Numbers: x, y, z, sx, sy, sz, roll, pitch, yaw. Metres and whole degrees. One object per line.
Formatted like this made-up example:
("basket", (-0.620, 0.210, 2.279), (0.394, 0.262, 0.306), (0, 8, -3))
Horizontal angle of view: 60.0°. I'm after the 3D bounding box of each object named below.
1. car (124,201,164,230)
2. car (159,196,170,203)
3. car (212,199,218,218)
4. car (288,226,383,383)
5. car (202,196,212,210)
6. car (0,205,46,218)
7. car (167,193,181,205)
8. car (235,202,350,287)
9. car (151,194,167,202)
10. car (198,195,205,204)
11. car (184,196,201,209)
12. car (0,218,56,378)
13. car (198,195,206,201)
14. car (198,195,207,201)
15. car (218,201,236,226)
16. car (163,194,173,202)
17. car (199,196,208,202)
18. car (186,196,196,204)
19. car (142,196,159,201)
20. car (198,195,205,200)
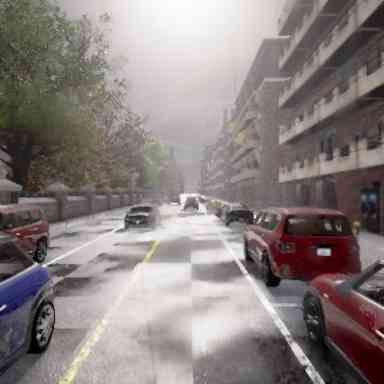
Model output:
("car", (-3.095, 1.510, 21.383), (1.837, 1.490, 4.892), (0, -1, 0))
("car", (-5.789, 1.571, 69.941), (1.947, 1.339, 4.313), (1, 0, 0))
("car", (3.100, 1.524, 30.446), (1.812, 1.442, 4.674), (0, 0, 0))
("car", (2.701, 1.438, 3.673), (1.967, 1.590, 4.097), (1, 0, 0))
("car", (2.636, 1.524, 42.507), (1.752, 1.417, 4.829), (1, 0, 0))
("car", (-5.685, 1.319, 9.183), (2.192, 1.841, 5.009), (1, 0, 0))
("car", (-3.125, 1.216, 58.802), (2.150, 2.045, 5.566), (0, 0, 0))
("car", (2.694, 1.313, 9.196), (2.192, 1.841, 5.009), (1, 0, 0))
("car", (-5.757, 1.320, 53.371), (2.192, 1.841, 5.009), (1, 0, 0))
("car", (2.599, 1.565, 64.431), (1.947, 1.339, 4.313), (1, 0, 0))
("car", (-0.032, 1.608, 44.989), (1.895, 1.301, 4.718), (0, 0, 1))
("car", (-3.103, 1.354, 3.109), (2.097, 1.767, 4.553), (0, 0, 0))
("car", (2.564, 1.544, 86.524), (1.887, 1.381, 4.507), (1, 0, 0))
("car", (2.575, 1.439, 81.002), (1.967, 1.590, 4.097), (1, 0, 0))
("car", (3.109, 1.502, 23.444), (1.837, 1.490, 4.892), (0, 0, 0))
("car", (-5.803, 1.320, 80.988), (2.192, 1.841, 5.009), (1, 0, 0))
("car", (2.582, 1.565, 75.479), (1.947, 1.339, 4.313), (1, 0, 0))
("car", (-0.099, 1.483, 65.352), (1.882, 1.535, 5.008), (0, -1, 0))
("car", (-5.744, 1.555, 42.324), (2.008, 1.369, 4.403), (1, 0, 0))
("car", (2.555, 1.524, 92.218), (1.752, 1.417, 4.829), (1, 0, 0))
